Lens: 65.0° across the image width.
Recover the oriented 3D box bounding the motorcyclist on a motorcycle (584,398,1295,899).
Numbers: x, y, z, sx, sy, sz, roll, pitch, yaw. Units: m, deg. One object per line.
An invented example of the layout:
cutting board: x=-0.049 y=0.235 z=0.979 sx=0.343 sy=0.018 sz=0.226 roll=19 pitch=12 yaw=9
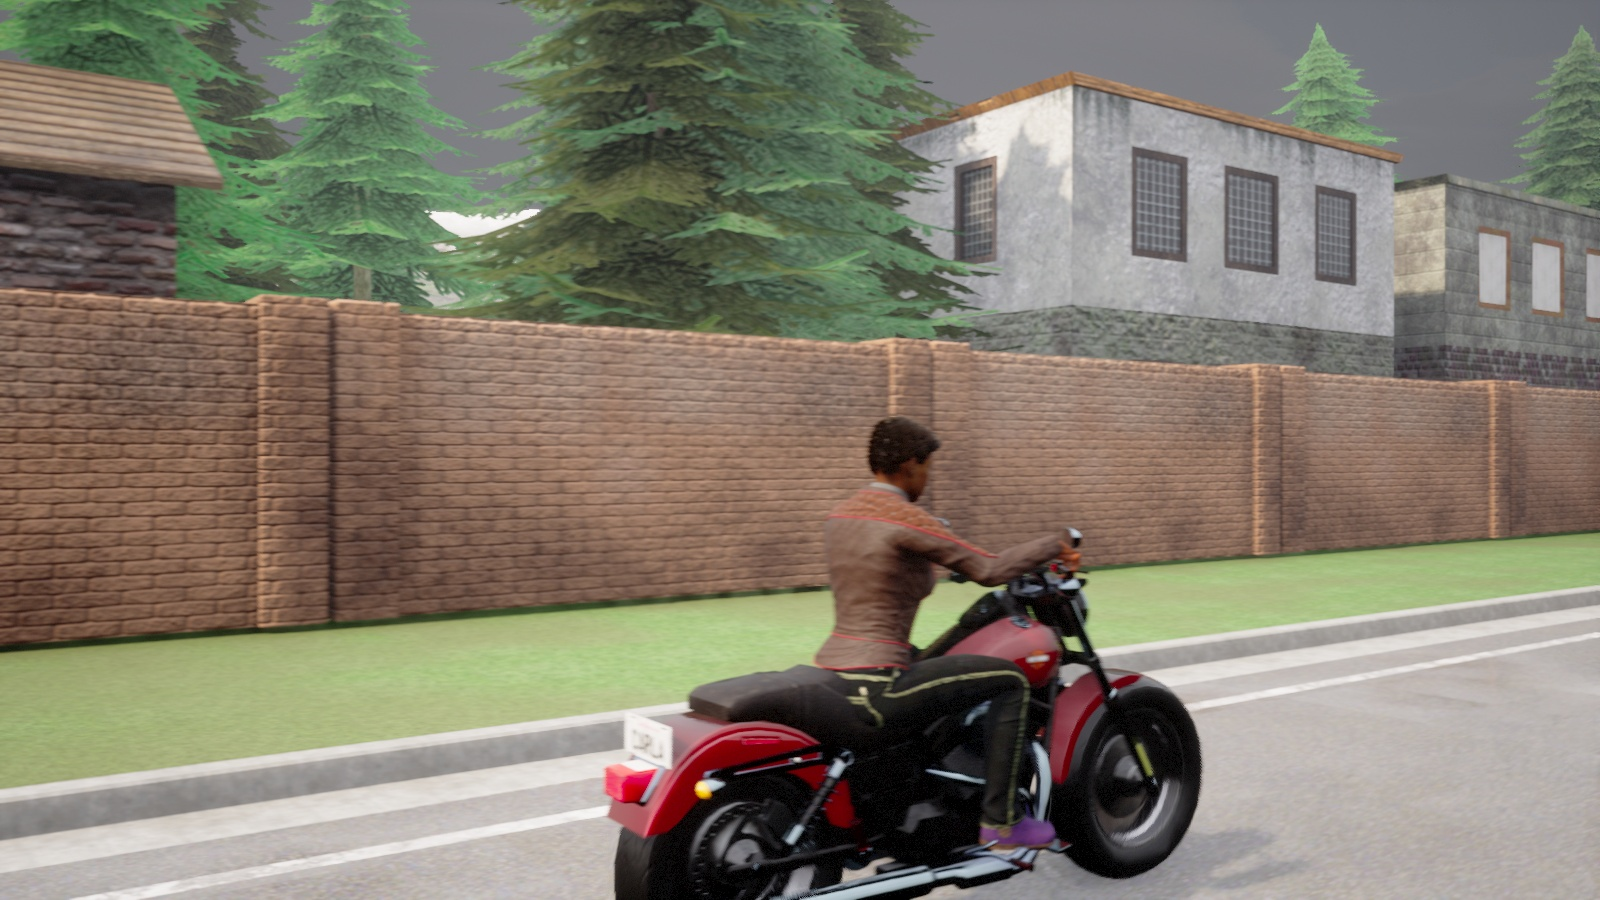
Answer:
motorcyclist on a motorcycle: x=0.550 y=0.704 z=4.042 sx=2.350 sy=1.649 sz=0.766 roll=0 pitch=0 yaw=-35
